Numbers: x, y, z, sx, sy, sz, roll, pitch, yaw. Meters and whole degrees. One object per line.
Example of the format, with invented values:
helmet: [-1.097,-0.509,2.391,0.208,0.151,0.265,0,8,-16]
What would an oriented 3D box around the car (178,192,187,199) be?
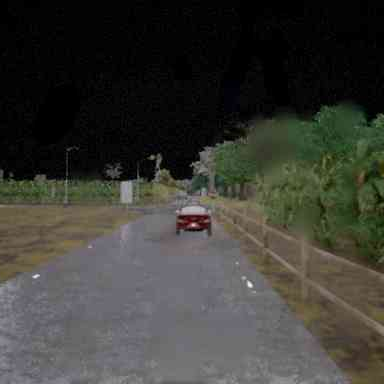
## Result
car: [-2.507,1.116,90.742,2.150,2.045,5.566,0,0,0]

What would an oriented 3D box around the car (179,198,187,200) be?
car: [0.138,1.518,31.734,1.994,1.385,4.181,0,0,2]

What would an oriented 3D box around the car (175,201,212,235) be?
car: [0.090,1.451,18.801,1.882,1.535,5.008,0,0,0]
